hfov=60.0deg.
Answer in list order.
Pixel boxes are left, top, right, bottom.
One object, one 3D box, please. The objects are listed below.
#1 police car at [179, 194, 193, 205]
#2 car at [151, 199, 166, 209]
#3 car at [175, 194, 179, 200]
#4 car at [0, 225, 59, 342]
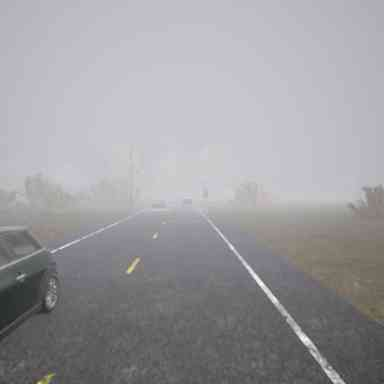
[{"bbox_3d":[-0.865,1.545,61.869,1.930,1.638,5.238,0,0,-3],"label":"police car"},{"bbox_3d":[-4.769,1.673,47.640,1.994,1.385,4.181,0,0,-2],"label":"car"},{"bbox_3d":[-3.651,1.640,95.472,1.994,1.385,4.181,0,0,-3],"label":"car"},{"bbox_3d":[-3.629,1.367,4.598,2.097,1.767,4.553,0,0,0],"label":"car"}]
